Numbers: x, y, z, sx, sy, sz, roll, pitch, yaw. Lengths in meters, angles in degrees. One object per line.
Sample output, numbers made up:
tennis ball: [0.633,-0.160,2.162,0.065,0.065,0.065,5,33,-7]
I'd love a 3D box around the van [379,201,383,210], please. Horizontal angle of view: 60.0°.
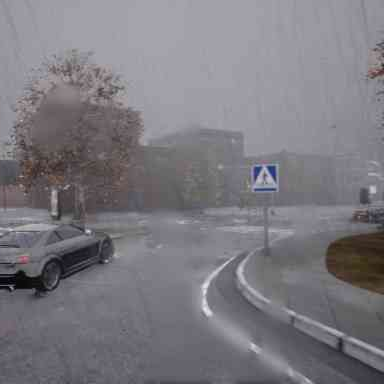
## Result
van: [42.160,2.864,71.800,4.442,1.987,1.878,1,-1,-44]

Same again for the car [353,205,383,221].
car: [20.605,2.630,39.263,4.892,1.490,1.837,2,-2,-44]

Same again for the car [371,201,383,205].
car: [38.240,2.788,68.003,5.566,2.045,2.435,1,-1,-44]

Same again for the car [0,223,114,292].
car: [-3.737,1.502,8.878,1.994,1.385,4.181,-1,1,11]
